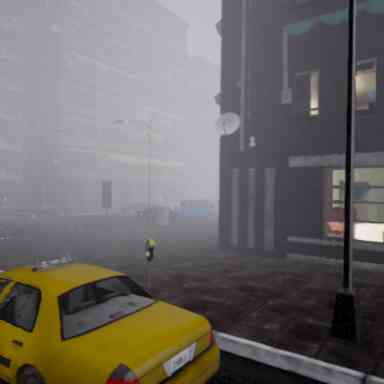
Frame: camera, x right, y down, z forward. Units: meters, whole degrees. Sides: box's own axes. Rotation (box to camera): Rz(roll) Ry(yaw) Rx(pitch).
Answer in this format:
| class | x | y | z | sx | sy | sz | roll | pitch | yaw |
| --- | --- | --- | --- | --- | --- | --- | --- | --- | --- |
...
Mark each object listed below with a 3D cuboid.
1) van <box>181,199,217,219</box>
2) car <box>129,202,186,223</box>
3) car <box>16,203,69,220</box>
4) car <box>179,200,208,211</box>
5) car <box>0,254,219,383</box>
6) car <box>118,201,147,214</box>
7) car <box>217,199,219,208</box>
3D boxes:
| class | x | y | z | sx | sy | sz | roll | pitch | yaw |
| --- | --- | --- | --- | --- | --- | --- | --- | --- | --- |
| van | 0.457 | 1.652 | 32.720 | 1.690 | 1.788 | 3.998 | 1 | 0 | 36 |
| car | -2.821 | 1.831 | 28.260 | 1.947 | 1.339 | 4.313 | 1 | 0 | 36 |
| car | -12.845 | 1.634 | 28.767 | 2.008 | 1.369 | 4.403 | 1 | 0 | 36 |
| car | 0.256 | 1.848 | 46.606 | 1.802 | 1.307 | 4.206 | 1 | 0 | 36 |
| car | -1.990 | 1.526 | 4.437 | 4.829 | 1.417 | 1.752 | 0 | 1 | 36 |
| car | -6.294 | 1.720 | 37.686 | 1.887 | 1.381 | 4.507 | 1 | 0 | 36 |
| car | 3.533 | 1.752 | 51.066 | 1.967 | 1.590 | 4.097 | 1 | 0 | 36 |
